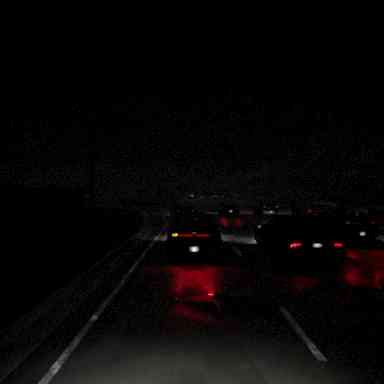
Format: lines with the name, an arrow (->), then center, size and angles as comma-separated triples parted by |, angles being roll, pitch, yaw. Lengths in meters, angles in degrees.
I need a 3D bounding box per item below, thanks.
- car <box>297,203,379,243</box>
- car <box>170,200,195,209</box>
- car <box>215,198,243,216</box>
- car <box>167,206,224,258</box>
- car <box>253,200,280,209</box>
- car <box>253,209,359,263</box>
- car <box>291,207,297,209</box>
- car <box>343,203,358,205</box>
car -> 7.088, 1.525, 16.225 | 2.128, 1.511, 4.902 | 0, 0, 0
car -> -0.934, 1.661, 30.439 | 1.895, 1.301, 4.718 | 0, 0, -10
car -> 3.585, 1.592, 33.074 | 1.812, 1.442, 4.674 | 0, 0, 0
car -> 0.082, 1.533, 12.891 | 1.837, 1.490, 4.892 | 0, 0, 0
car -> 7.084, 1.557, 32.047 | 2.128, 1.511, 4.902 | 0, 0, 0
car -> 3.581, 1.573, 11.971 | 2.033, 1.411, 5.357 | 0, 0, 0
car -> 10.583, 1.665, 30.458 | 1.895, 1.301, 4.718 | 0, 0, 0
car -> 14.083, 1.665, 30.459 | 1.895, 1.301, 4.718 | 0, 0, 0
